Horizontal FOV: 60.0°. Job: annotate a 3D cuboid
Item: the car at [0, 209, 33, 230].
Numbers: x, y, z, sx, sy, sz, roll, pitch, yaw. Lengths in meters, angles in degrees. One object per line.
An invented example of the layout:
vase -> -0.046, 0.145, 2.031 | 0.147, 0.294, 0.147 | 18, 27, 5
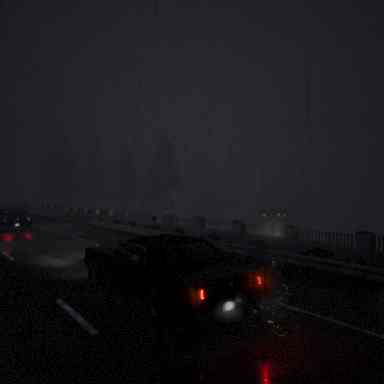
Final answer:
car -> -12.171, 1.766, 22.337 | 1.895, 1.301, 4.718 | 0, -1, -37

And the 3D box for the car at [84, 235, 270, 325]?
car -> -0.725, 1.609, 7.279 | 1.895, 1.301, 4.718 | 0, 0, -37
